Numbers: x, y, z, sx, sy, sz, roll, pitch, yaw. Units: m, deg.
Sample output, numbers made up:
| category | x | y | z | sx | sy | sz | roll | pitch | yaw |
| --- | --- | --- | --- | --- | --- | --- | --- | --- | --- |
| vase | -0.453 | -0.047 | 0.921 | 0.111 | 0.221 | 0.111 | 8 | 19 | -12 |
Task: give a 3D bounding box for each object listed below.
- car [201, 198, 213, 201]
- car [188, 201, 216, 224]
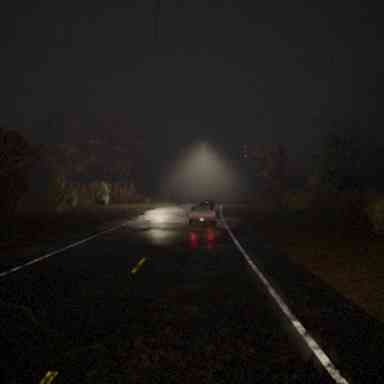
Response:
| category | x | y | z | sx | sy | sz | roll | pitch | yaw |
| --- | --- | --- | --- | --- | --- | --- | --- | --- | --- |
| car | 1.955 | 1.500 | 41.859 | 2.128 | 1.511 | 4.902 | 0 | 0 | 5 |
| car | 0.791 | 1.610 | 25.122 | 1.895 | 1.301 | 4.718 | 0 | 0 | 3 |
